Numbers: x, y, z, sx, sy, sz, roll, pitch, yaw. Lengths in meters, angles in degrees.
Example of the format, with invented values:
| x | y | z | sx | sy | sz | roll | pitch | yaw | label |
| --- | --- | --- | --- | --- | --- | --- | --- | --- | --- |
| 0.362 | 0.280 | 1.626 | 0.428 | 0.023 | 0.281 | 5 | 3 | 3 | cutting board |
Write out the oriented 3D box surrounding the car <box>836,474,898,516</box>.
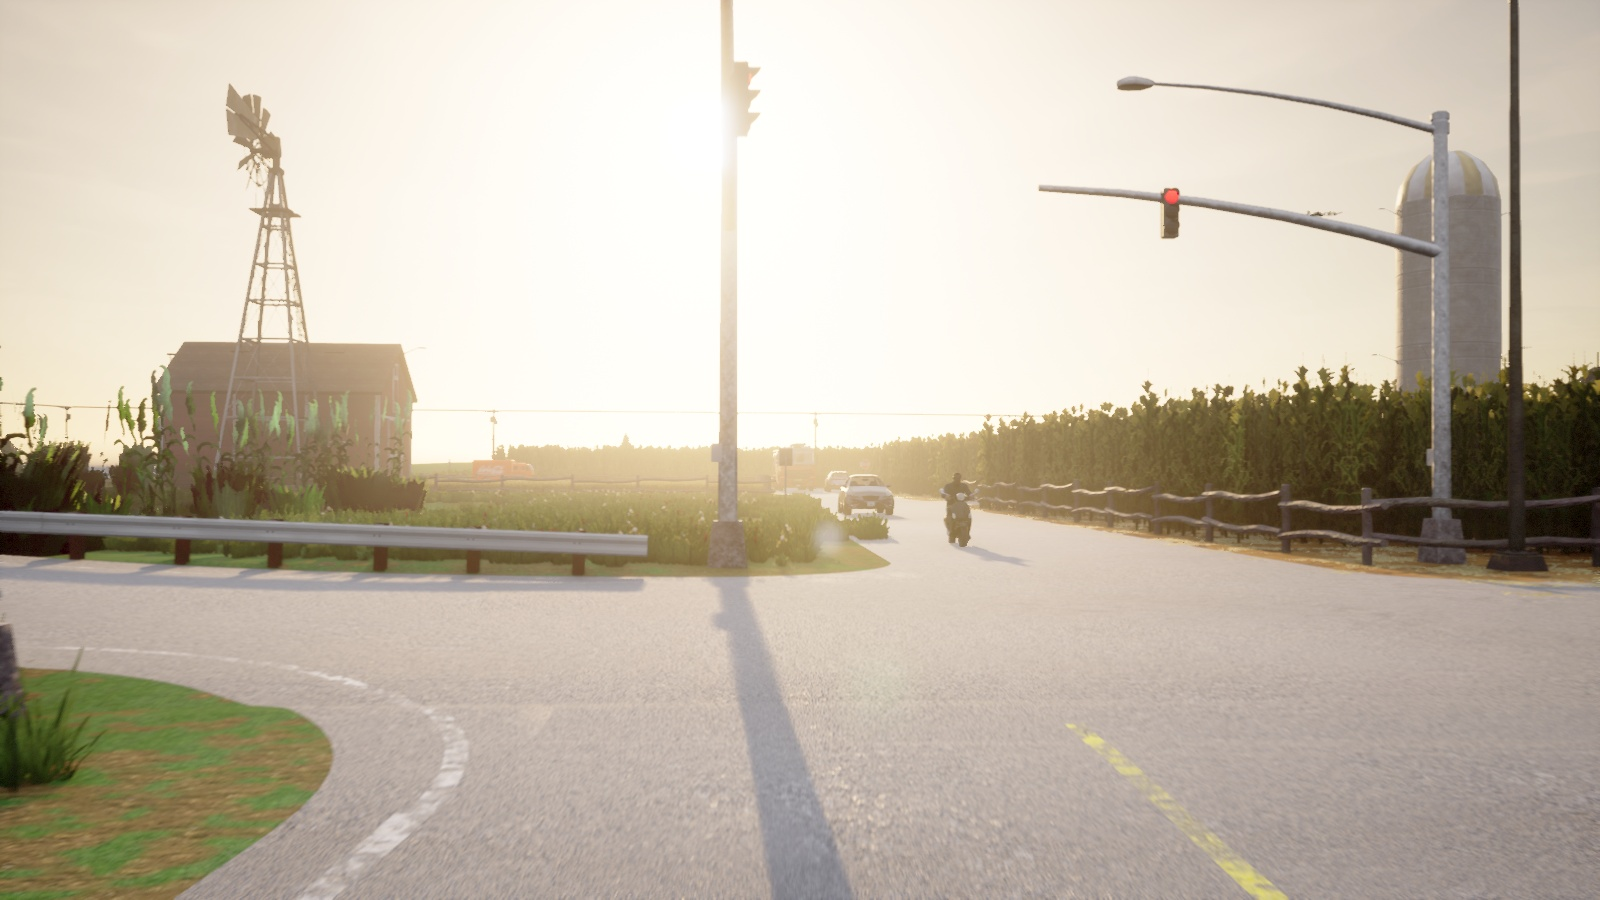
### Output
| x | y | z | sx | sy | sz | roll | pitch | yaw | label |
| --- | --- | --- | --- | --- | --- | --- | --- | --- | --- |
| 2.419 | 1.627 | 46.213 | 1.816 | 1.474 | 4.193 | 0 | -1 | -3 | car |

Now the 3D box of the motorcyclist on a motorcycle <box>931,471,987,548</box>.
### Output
| x | y | z | sx | sy | sz | roll | pitch | yaw | label |
| --- | --- | --- | --- | --- | --- | --- | --- | --- | --- |
| 3.400 | 1.241 | 27.007 | 0.866 | 1.590 | 1.817 | 0 | -1 | -3 | motorcyclist on a motorcycle |

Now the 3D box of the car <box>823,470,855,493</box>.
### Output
| x | y | z | sx | sy | sz | roll | pitch | yaw | label |
| --- | --- | --- | --- | --- | --- | --- | --- | --- | --- |
| 2.957 | 2.383 | 96.431 | 2.033 | 1.649 | 4.856 | 0 | -1 | -3 | car |
